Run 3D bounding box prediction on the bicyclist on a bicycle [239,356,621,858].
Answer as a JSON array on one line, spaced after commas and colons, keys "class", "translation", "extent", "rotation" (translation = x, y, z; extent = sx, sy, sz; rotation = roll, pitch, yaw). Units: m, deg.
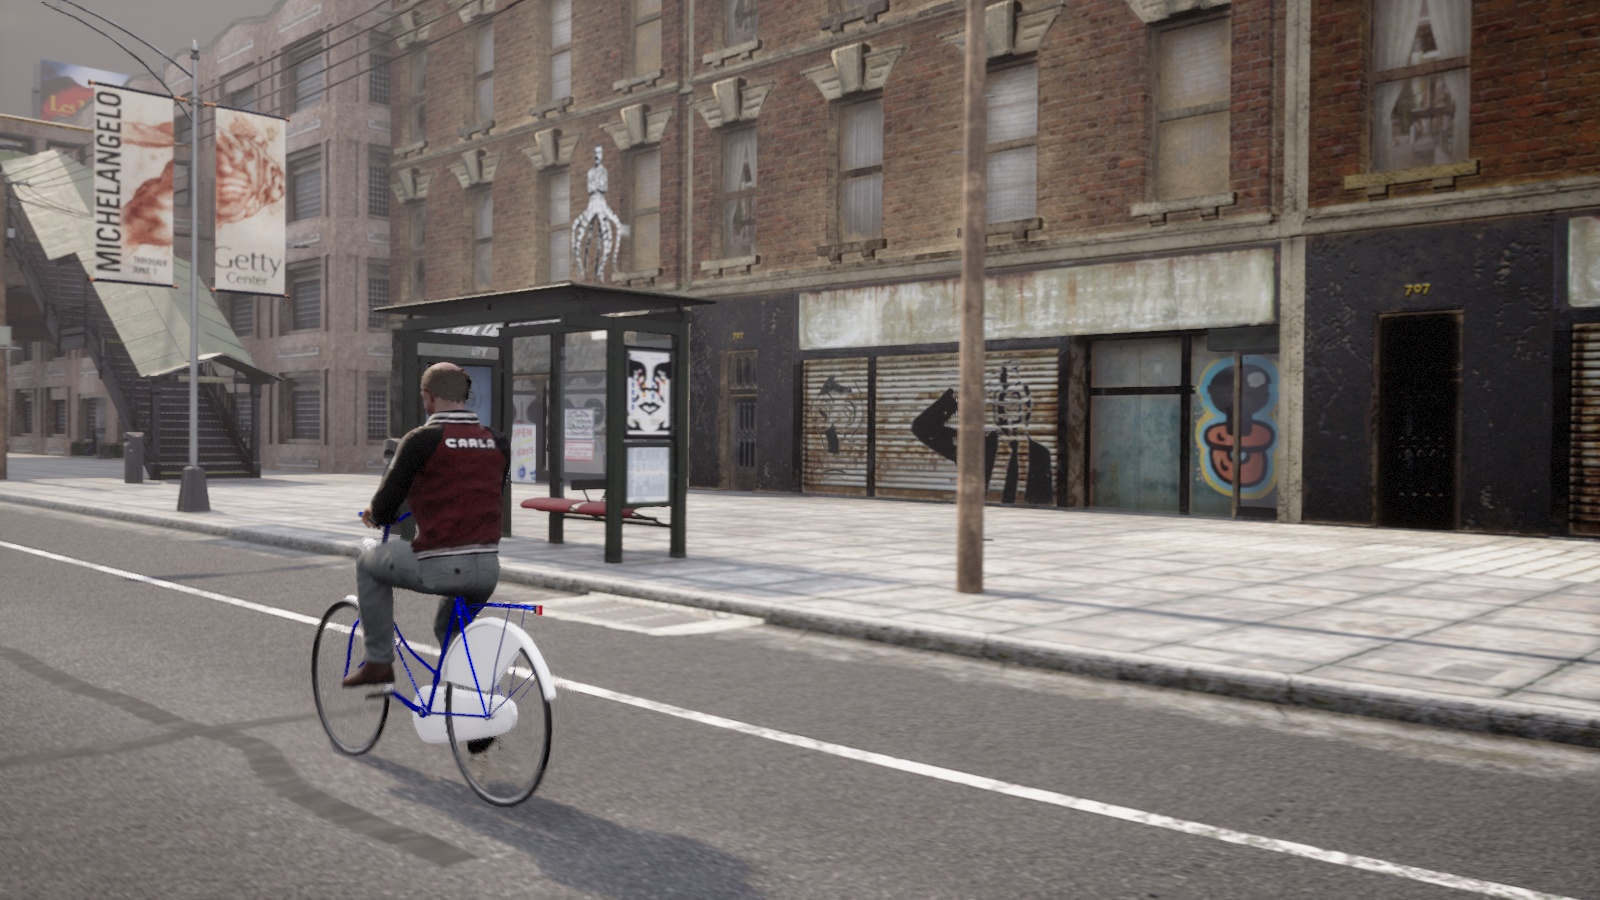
[{"class": "bicyclist on a bicycle", "translation": [-1.614, 0.549, 5.294], "extent": [1.843, 1.776, 0.659], "rotation": [0, 1, 42]}]
